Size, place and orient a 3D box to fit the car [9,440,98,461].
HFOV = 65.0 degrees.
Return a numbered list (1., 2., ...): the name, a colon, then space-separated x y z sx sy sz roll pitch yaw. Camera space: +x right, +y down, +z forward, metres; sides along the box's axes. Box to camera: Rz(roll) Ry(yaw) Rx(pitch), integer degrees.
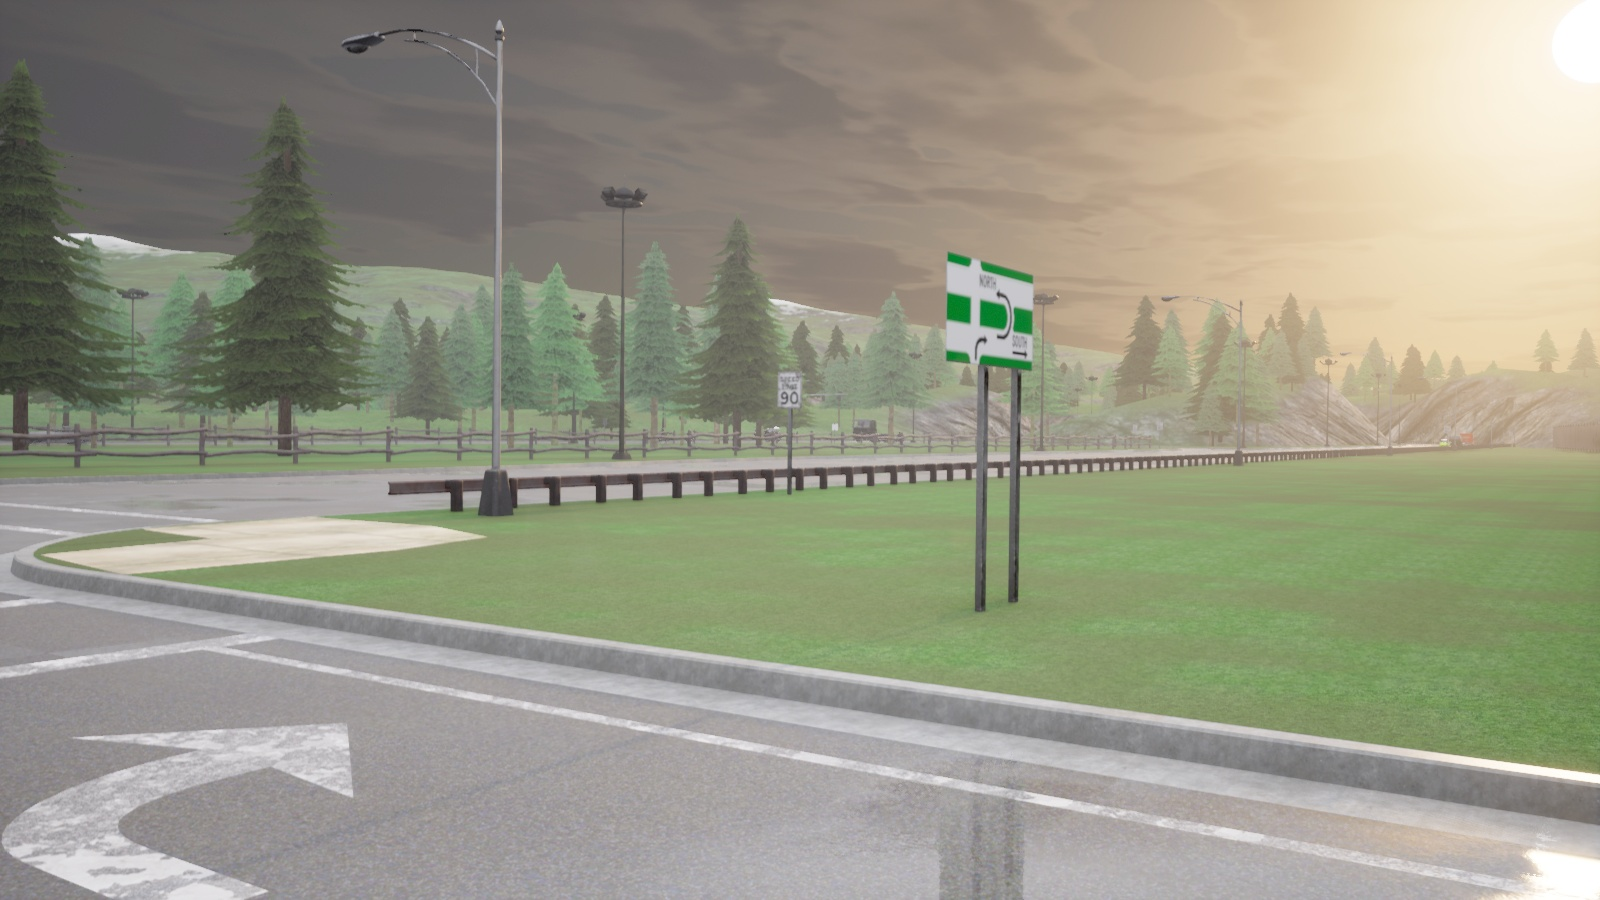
1. car: -49.567 -0.010 83.476 1.895 1.301 4.718 0 1 33
